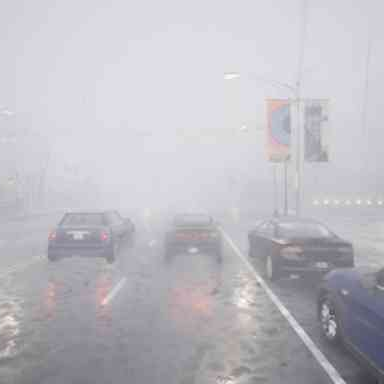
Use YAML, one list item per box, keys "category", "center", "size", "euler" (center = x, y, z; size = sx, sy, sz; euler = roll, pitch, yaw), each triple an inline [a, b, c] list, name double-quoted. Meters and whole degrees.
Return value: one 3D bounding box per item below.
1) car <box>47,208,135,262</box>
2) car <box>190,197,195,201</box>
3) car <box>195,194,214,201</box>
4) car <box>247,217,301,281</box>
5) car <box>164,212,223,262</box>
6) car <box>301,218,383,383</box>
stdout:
- category: "car"
  center: [-3.444, 1.363, 12.253]
  size: [2.097, 1.767, 4.553]
  euler: [0, 0, 0]
- category: "car"
  center: [1.774, 1.595, 86.248]
  size: [2.033, 1.411, 5.357]
  euler: [0, 0, 40]
- category: "car"
  center: [3.573, 1.408, 82.994]
  size: [2.097, 1.767, 4.553]
  euler: [0, 0, 40]
- category: "car"
  center: [2.895, 1.486, 9.924]
  size: [2.097, 1.535, 5.008]
  euler: [0, 0, 0]
- category: "car"
  center: [0.054, 1.508, 12.096]
  size: [1.837, 1.490, 4.892]
  euler: [0, -2, 0]
- category: "car"
  center: [3.038, 1.357, 3.499]
  size: [2.185, 1.767, 4.553]
  euler: [0, 0, 0]
